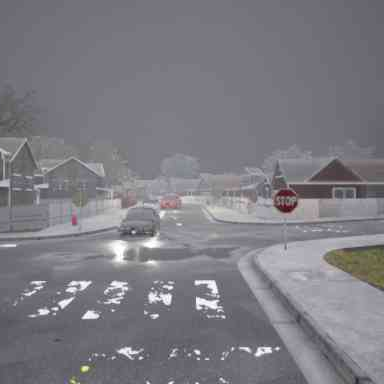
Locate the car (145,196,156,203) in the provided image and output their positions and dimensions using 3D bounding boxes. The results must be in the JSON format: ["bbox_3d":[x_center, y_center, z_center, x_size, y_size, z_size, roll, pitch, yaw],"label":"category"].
[{"bbox_3d":[-8.120,1.625,67.432,1.882,1.535,5.008,0,0,-23],"label":"car"}]

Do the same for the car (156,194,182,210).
[{"bbox_3d":[-2.668,1.375,43.399,2.150,2.045,5.566,0,1,7],"label":"car"}]

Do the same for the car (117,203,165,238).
[{"bbox_3d":[-2.784,1.622,18.294,1.837,1.490,4.892,0,1,0],"label":"car"}]
